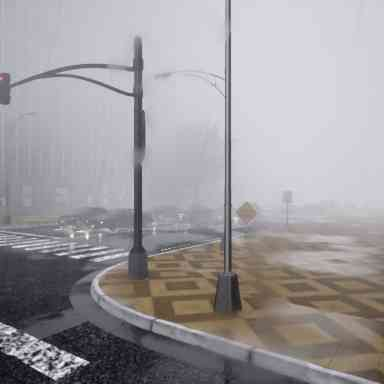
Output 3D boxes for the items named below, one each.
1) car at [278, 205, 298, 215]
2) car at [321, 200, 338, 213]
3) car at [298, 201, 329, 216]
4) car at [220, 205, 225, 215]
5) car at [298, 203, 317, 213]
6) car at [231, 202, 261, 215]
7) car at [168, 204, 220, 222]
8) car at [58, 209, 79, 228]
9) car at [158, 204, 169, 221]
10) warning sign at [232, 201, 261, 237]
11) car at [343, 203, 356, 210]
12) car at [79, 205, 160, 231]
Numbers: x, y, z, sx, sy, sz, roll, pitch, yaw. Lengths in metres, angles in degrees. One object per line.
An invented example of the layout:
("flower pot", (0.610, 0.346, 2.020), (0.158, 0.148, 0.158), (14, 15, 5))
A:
("car", (13.573, 2.450, 46.230), (1.895, 1.301, 4.718), (0, -1, 33))
("car", (21.762, 2.254, 53.069), (2.150, 2.045, 5.566), (0, -1, 33))
("car", (16.242, 2.342, 44.378), (2.128, 1.511, 4.902), (0, -1, 33))
("car", (4.129, 2.316, 43.801), (1.895, 1.301, 4.718), (0, -1, 33))
("car", (19.008, 2.592, 54.795), (1.994, 1.385, 4.181), (0, -1, 33))
("car", (7.068, 2.078, 42.354), (2.097, 1.767, 4.553), (0, -1, 33))
("car", (0.306, 1.992, 31.840), (2.128, 1.511, 4.902), (0, -1, 33))
("car", (-7.828, 1.844, 25.166), (1.812, 1.442, 4.674), (0, -1, 31))
("car", (-2.864, 1.988, 32.916), (1.837, 1.490, 4.892), (0, -1, 33))
("warning sign", (3.050, 1.454, 18.585), (1.300, 1.860, 1.060), (1, 1, 33))
("car", (31.294, 2.837, 65.824), (1.812, 1.442, 4.674), (0, -1, 33))
("car", (-4.956, 1.874, 23.638), (2.033, 1.411, 5.357), (0, -1, 33))
